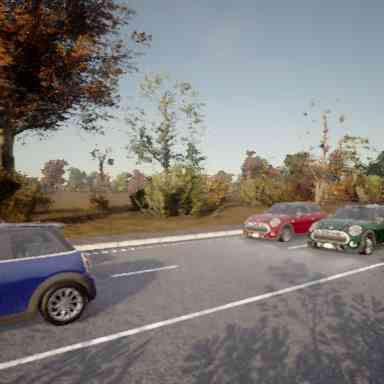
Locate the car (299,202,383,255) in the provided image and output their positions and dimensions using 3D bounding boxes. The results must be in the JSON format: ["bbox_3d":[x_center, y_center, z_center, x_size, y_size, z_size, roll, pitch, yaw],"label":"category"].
[{"bbox_3d":[6.619,1.309,13.155,4.553,1.767,2.097,0,0,-37],"label":"car"}]

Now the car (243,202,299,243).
[{"bbox_3d":[4.603,1.307,16.017,4.553,1.767,2.097,0,0,-37],"label":"car"}]

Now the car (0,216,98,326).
[{"bbox_3d":[-4.022,1.347,5.451,4.553,1.767,2.097,0,0,-36],"label":"car"}]

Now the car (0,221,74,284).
[{"bbox_3d":[-5.704,1.595,8.543,4.718,1.301,1.895,0,0,-35],"label":"car"}]
